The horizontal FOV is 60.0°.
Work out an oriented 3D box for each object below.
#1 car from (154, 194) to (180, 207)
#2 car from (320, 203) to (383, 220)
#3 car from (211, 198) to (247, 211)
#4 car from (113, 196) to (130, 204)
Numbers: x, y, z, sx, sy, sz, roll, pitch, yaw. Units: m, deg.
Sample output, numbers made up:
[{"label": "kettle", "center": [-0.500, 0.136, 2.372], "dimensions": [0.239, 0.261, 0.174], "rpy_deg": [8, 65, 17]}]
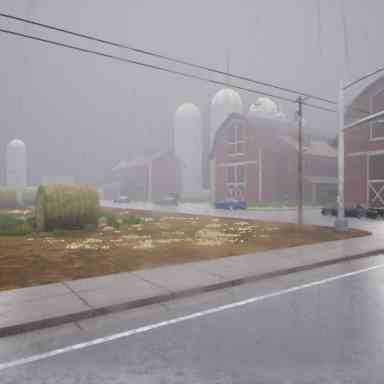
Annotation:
[{"label": "car", "center": [-4.033, 1.439, 50.855], "dimensions": [1.812, 1.442, 4.674], "rpy_deg": [-1, 1, -36]}, {"label": "car", "center": [13.209, 1.570, 27.614], "dimensions": [1.895, 1.301, 4.718], "rpy_deg": [0, 0, -36]}, {"label": "car", "center": [4.352, 1.451, 39.573], "dimensions": [1.882, 1.535, 5.008], "rpy_deg": [0, 0, -36]}, {"label": "car", "center": [-13.453, 1.499, 63.603], "dimensions": [1.812, 1.442, 4.674], "rpy_deg": [0, 0, -36]}]
